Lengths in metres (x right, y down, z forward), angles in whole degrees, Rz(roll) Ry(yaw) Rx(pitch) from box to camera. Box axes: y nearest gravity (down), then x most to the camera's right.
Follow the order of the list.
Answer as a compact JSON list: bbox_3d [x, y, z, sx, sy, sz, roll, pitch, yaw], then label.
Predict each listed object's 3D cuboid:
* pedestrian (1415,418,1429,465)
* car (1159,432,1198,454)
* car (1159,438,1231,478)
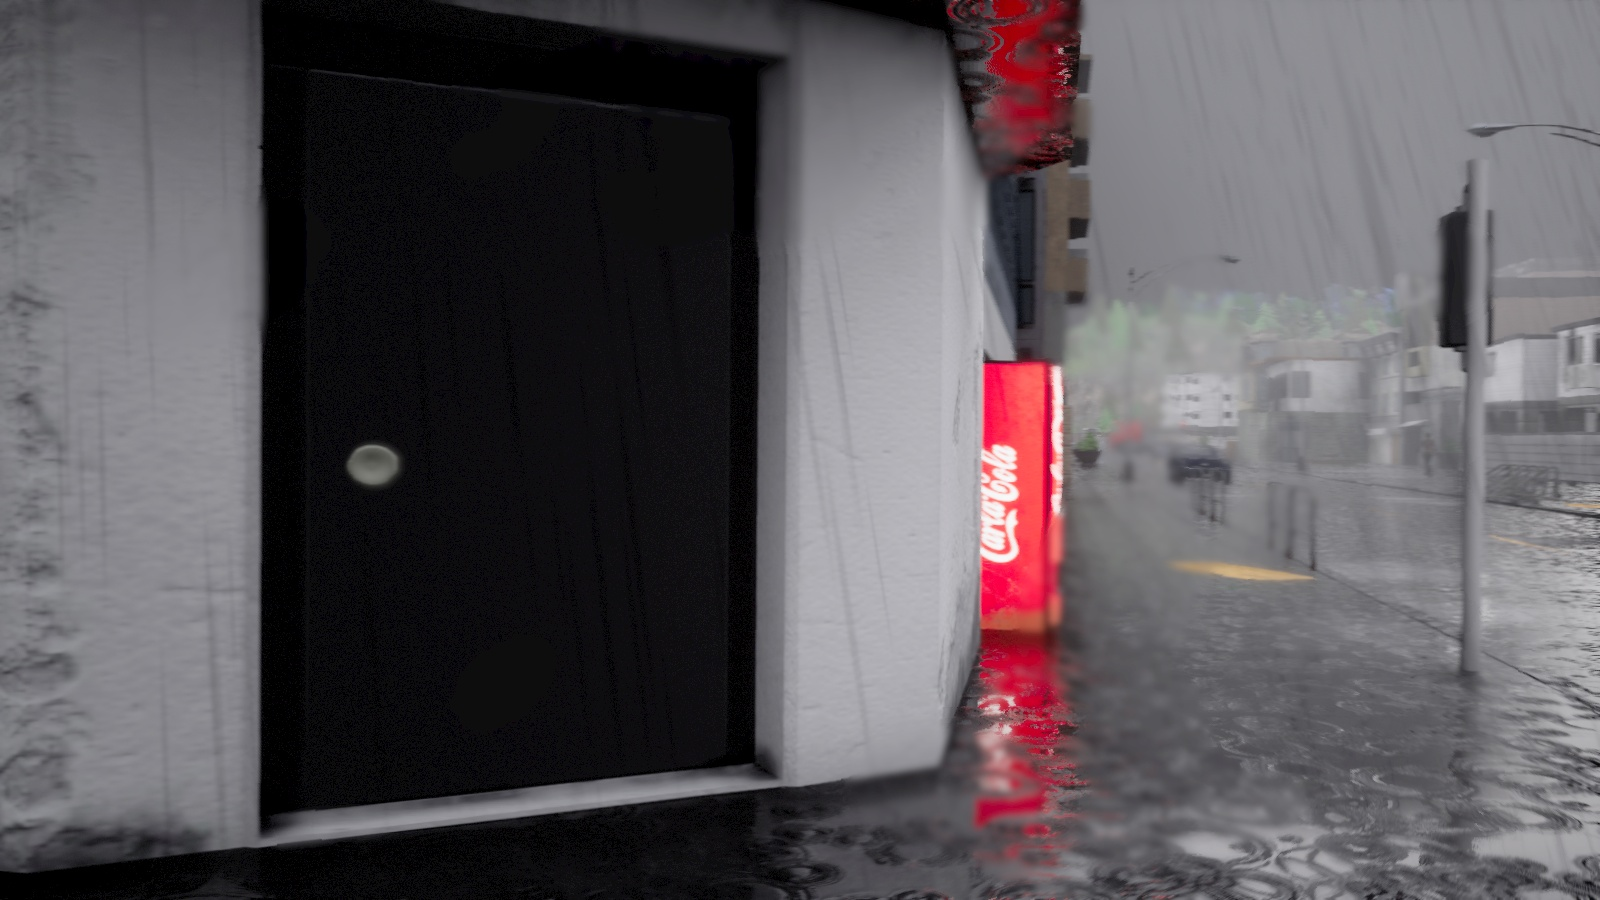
[{"bbox_3d":[25.119,-0.343,50.708,0.331,1.846,0.634,-1,1,9],"label":"pedestrian"},{"bbox_3d":[26.366,-0.490,87.559,2.128,1.511,4.902,-1,1,11],"label":"car"},{"bbox_3d":[14.024,0.257,44.790,1.895,1.301,4.718,-1,1,11],"label":"car"}]
